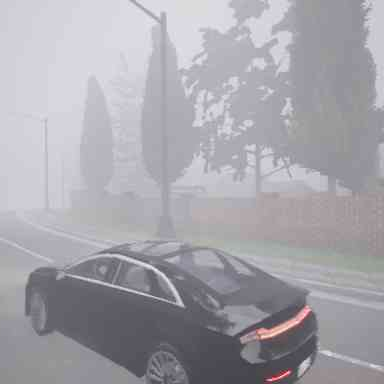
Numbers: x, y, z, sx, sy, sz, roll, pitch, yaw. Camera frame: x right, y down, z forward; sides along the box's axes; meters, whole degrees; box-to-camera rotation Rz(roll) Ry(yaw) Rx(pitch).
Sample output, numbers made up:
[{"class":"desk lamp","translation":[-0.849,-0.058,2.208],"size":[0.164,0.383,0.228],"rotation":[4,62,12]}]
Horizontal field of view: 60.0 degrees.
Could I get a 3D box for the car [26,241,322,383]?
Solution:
[{"class":"car","translation":[-0.702,1.490,4.896],"size":[4.902,1.511,2.128],"rotation":[0,1,41]}]
